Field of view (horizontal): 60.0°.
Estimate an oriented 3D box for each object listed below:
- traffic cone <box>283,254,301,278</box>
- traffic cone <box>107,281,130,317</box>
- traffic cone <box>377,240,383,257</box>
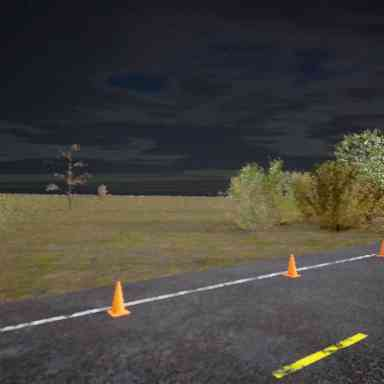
[{"bbox_3d":[2.748,2.004,9.139,0.340,0.580,0.340,0,0,-35],"label":"traffic cone"},{"bbox_3d":[-1.383,1.983,6.268,0.340,0.580,0.340,0,0,-35],"label":"traffic cone"},{"bbox_3d":[6.908,2.024,11.970,0.340,0.580,0.340,0,0,-34],"label":"traffic cone"}]
